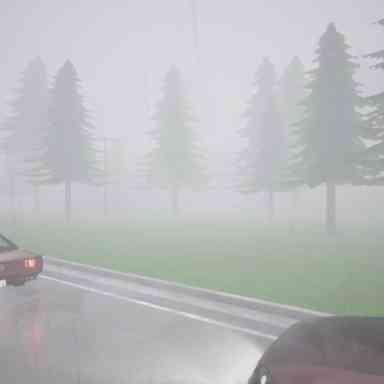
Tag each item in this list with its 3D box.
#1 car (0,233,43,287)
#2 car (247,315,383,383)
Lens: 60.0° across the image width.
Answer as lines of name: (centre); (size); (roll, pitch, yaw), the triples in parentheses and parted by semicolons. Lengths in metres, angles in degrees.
car: (-5.751, 1.601, 8.085); (4.718, 1.301, 1.895); (0, 0, 35)
car: (2.458, 1.564, 2.239); (4.181, 1.385, 1.994); (0, 0, 36)
